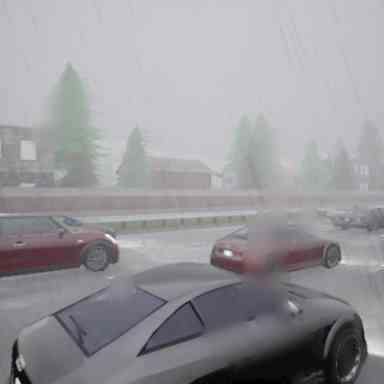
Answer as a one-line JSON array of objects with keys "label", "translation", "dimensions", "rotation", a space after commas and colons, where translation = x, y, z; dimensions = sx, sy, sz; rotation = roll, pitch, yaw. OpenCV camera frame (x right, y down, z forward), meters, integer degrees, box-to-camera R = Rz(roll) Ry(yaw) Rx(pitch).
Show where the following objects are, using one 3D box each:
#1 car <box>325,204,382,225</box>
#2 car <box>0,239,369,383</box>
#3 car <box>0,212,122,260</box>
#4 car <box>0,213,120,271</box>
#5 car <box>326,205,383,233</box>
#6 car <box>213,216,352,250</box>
[{"label": "car", "translation": [12.468, 1.658, 25.543], "dimensions": [4.718, 1.301, 1.895], "rotation": [0, 0, -36]}, {"label": "car", "translation": [0.219, 1.569, 3.902], "dimensions": [4.181, 1.385, 1.994], "rotation": [0, 0, -36]}, {"label": "car", "translation": [-5.112, 1.571, 12.998], "dimensions": [4.181, 1.385, 1.994], "rotation": [0, 0, -36]}, {"label": "car", "translation": [-4.348, 1.356, 9.243], "dimensions": [4.553, 1.767, 2.097], "rotation": [0, 0, -36]}, {"label": "car", "translation": [10.666, 1.594, 19.957], "dimensions": [5.357, 1.411, 2.033], "rotation": [0, 0, -36]}, {"label": "car", "translation": [2.577, 1.582, 9.886], "dimensions": [4.181, 1.385, 1.994], "rotation": [0, 0, -36]}]
